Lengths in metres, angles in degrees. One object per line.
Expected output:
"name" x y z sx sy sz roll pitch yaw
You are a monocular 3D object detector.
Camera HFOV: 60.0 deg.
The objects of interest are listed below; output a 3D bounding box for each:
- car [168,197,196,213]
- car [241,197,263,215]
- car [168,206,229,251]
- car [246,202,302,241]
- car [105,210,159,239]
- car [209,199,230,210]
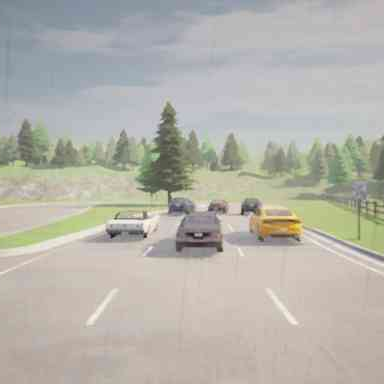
"car" -0.941 1.338 34.167 2.097 1.767 4.553 0 0 11
"car" 6.193 1.338 34.152 2.097 1.767 4.553 0 0 12
"car" 0.373 1.542 14.139 2.033 1.411 5.357 0 0 3
"car" 4.038 1.471 16.659 1.882 1.535 5.008 0 0 3
"car" -2.930 1.594 17.457 1.895 1.301 4.718 0 0 3
"car" 2.882 1.511 35.455 1.812 1.442 4.674 0 0 12
